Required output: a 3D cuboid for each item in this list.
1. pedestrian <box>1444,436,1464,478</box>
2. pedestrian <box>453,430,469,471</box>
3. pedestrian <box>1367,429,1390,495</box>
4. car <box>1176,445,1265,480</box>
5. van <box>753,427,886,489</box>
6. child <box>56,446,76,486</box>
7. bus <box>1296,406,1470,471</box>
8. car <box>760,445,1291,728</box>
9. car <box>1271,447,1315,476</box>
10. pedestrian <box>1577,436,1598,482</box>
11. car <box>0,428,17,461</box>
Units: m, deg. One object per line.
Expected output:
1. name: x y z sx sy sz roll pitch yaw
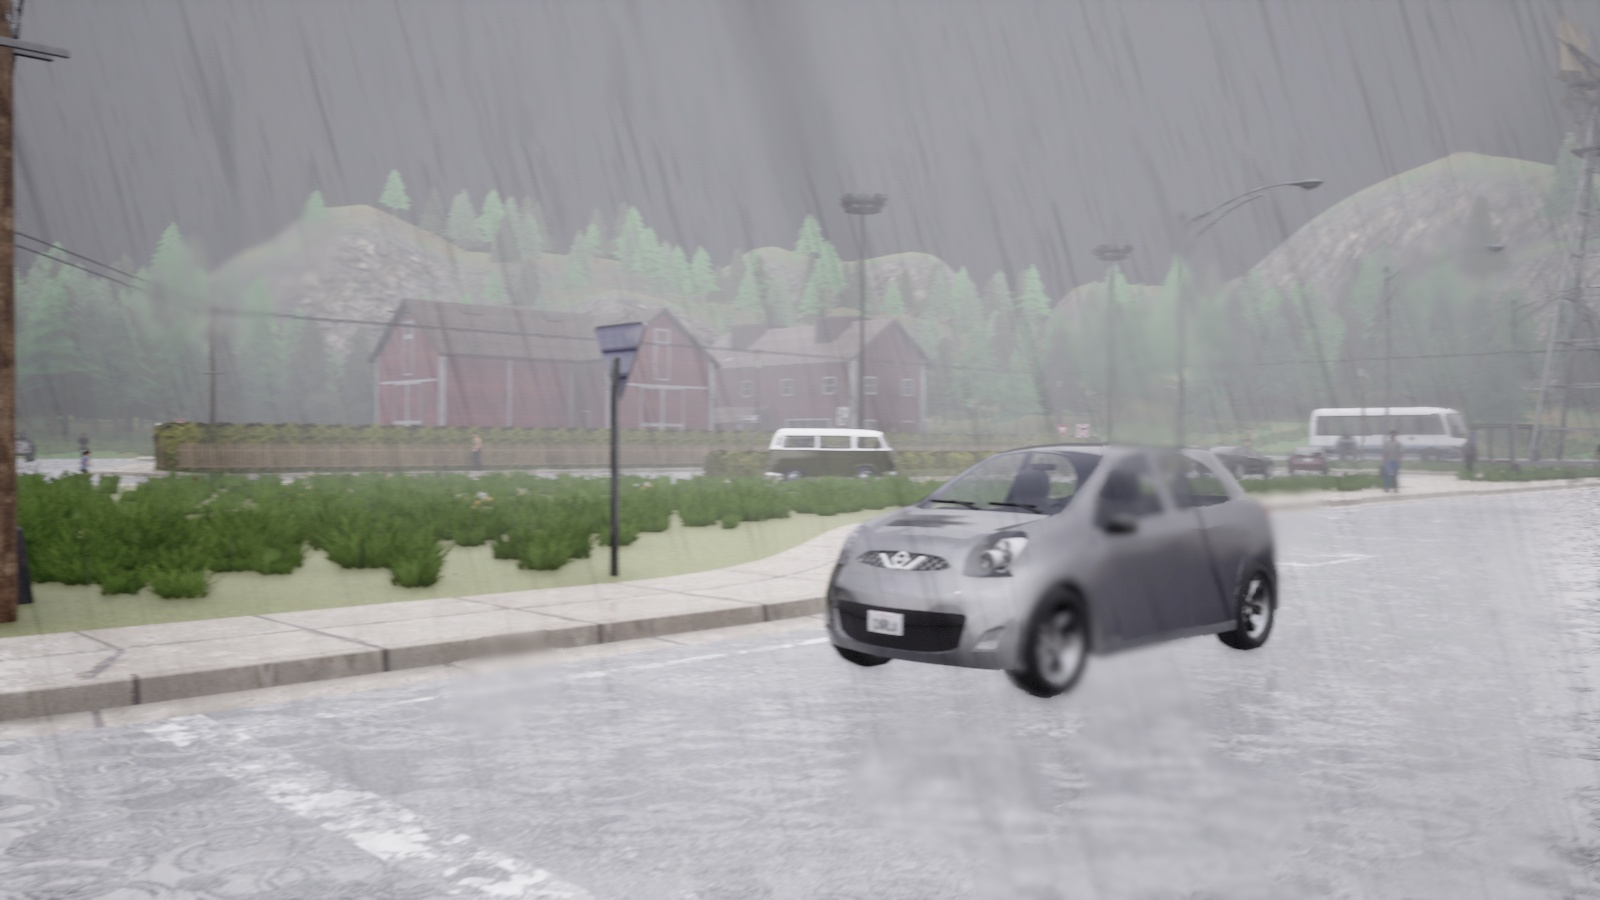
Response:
1. pedestrian: 29.513 0.311 56.660 0.694 1.848 0.540 0 0 -41
2. pedestrian: -15.442 0.015 57.221 0.594 1.836 0.345 0 0 -44
3. pedestrian: 16.380 0.333 35.536 0.354 1.836 0.706 1 0 44
4. car: 19.668 0.562 58.583 5.008 1.535 1.882 0 1 -45
5. van: 0.705 0.257 43.550 4.480 2.038 2.069 0 1 3
6. child: -20.326 0.442 34.770 0.255 1.110 0.394 1 0 39
7. bus: 40.689 -0.800 87.919 3.944 4.253 10.273 0 1 -44
8. car: 1.686 0.728 8.640 1.845 1.501 3.633 1 0 45
9. car: 26.740 0.583 68.144 2.163 1.488 4.792 1 0 21
10. pedestrian: 32.364 0.358 51.577 0.694 1.848 0.540 0 0 -42
11. car: -46.661 -0.318 72.723 1.932 1.855 4.605 0 0 -28
